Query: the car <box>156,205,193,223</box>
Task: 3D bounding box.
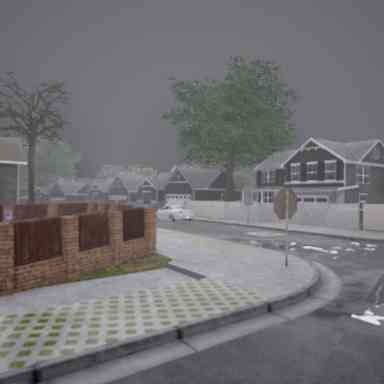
[{"bbox_3d":[-1.687,1.833,28.781,1.812,1.442,4.674,2,-2,-35],"label":"car"}]
